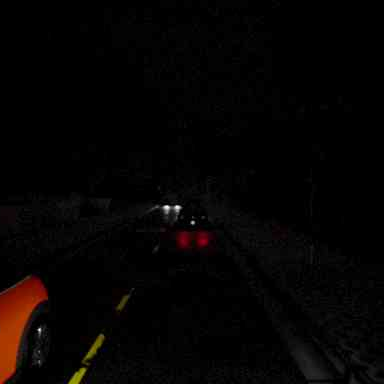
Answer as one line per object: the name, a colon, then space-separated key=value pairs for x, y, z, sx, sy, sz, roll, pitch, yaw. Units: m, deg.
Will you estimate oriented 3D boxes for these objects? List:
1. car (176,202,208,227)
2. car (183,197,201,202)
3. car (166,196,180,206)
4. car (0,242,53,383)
car: x=0.047 y=1.568 z=22.353 sx=1.895 sy=1.301 sz=4.718 roll=0 pitch=0 yaw=0
car: x=0.002 y=1.388 z=41.262 sx=1.837 sy=1.490 sz=4.892 roll=0 pitch=0 yaw=0
car: x=-2.875 y=1.342 z=50.275 sx=1.812 sy=1.442 sz=4.674 roll=0 pitch=0 yaw=0
car: x=-2.857 y=1.347 z=2.426 sx=2.097 sy=1.767 sz=4.553 roll=0 pitch=0 yaw=0
